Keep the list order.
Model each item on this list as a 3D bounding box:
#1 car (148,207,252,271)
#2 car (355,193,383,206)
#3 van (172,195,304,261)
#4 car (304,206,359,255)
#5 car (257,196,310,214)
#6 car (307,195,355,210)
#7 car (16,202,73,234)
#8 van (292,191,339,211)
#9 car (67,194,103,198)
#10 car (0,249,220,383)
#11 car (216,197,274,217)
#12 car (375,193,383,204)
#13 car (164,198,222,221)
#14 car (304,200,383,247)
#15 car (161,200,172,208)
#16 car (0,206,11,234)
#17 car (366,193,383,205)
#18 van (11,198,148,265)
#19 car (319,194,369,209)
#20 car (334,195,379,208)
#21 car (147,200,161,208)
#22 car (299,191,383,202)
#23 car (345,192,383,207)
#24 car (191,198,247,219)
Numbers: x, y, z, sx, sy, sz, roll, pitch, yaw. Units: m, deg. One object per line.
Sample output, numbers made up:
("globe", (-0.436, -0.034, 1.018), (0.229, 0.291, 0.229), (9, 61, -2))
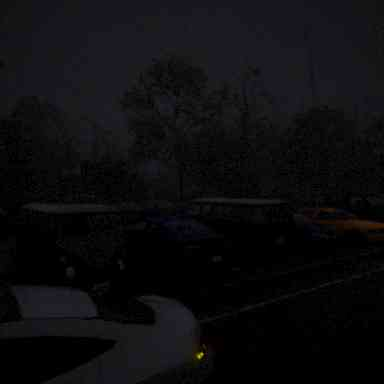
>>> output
("car", (-0.831, 1.457, 9.991), (2.097, 1.535, 5.008), (-1, 0, -36))
("car", (24.791, 0.978, 44.421), (2.097, 1.535, 5.008), (-1, 0, -36))
("van", (1.376, 1.199, 11.720), (1.878, 1.987, 4.442), (-1, 0, -36))
("car", (3.724, 1.431, 13.260), (2.002, 1.452, 4.674), (-1, 0, -36))
("car", (9.012, 1.234, 33.087), (2.163, 1.488, 4.792), (-1, 0, -36))
("car", (15.767, 1.147, 37.953), (2.002, 1.452, 4.674), (-1, 0, -36))
("car", (-9.058, 1.469, 20.186), (2.231, 1.521, 4.892), (-1, 0, -36))
("van", (13.438, 0.913, 36.434), (1.878, 1.987, 4.442), (-1, 0, -36))
("car", (-6.791, 1.183, 21.780), (2.435, 2.045, 5.566), (-1, 0, -36))
("car", (-1.950, 1.529, 2.294), (4.674, 1.442, 1.812), (-1, 0, -36))
("car", (4.588, 1.267, 29.729), (1.946, 1.575, 5.366), (-1, 0, -36))
("car", (29.291, 0.945, 47.669), (2.163, 1.488, 4.792), (-1, 0, -36))
("car", (-0.037, 1.337, 26.656), (2.231, 1.521, 4.892), (-1, 0, -36))
("car", (6.113, 1.355, 14.738), (1.946, 1.575, 5.366), (-1, 0, -36))
("car", (-2.294, 1.369, 25.040), (2.097, 1.535, 5.008), (-1, 0, -36))
("car", (-11.318, 1.498, 18.570), (2.097, 1.535, 5.008), (-1, 0, -36))
("car", (27.055, 0.948, 46.026), (2.231, 1.521, 4.892), (-1, 0, -36))
("van", (-3.051, 1.264, 8.265), (1.878, 1.987, 4.442), (-1, 0, -36))
("car", (18.026, 1.074, 39.567), (2.097, 1.535, 5.008), (-1, 0, -36))
("car", (20.282, 1.082, 41.185), (2.002, 1.452, 4.674), (-1, 0, -36))
("car", (-4.551, 1.402, 23.424), (2.097, 1.535, 5.008), (-1, 0, -36))
("car", (8.299, 1.074, 16.495), (2.435, 2.045, 5.566), (-1, 0, -36))
("car", (22.518, 0.885, 42.826), (2.185, 1.767, 4.553), (-1, 0, -36))
("car", (2.206, 1.333, 28.289), (2.163, 1.488, 4.792), (-1, 0, -36))
